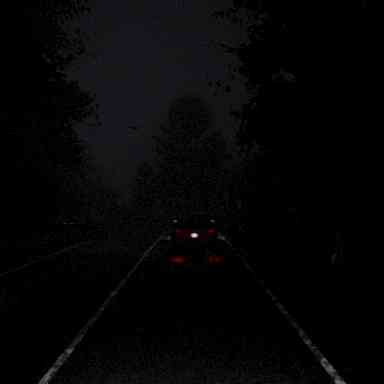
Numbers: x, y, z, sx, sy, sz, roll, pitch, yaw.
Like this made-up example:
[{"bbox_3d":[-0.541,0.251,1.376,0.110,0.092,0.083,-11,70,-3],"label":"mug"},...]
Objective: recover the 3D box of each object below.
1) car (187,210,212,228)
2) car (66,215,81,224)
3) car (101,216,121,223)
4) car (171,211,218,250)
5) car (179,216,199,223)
[{"bbox_3d":[0.775,2.453,30.301,1.882,1.535,5.008,0,-4,6],"label":"car"},{"bbox_3d":[-18.266,4.234,51.110,2.033,1.411,5.357,2,-5,-23],"label":"car"},{"bbox_3d":[-16.485,5.568,67.599,1.994,1.385,4.181,-3,-4,36],"label":"car"},{"bbox_3d":[0.095,1.748,15.154,1.994,1.385,4.181,0,-2,0],"label":"car"},{"bbox_3d":[-0.740,6.093,74.254,4.181,1.385,1.994,0,-5,8],"label":"car"}]
